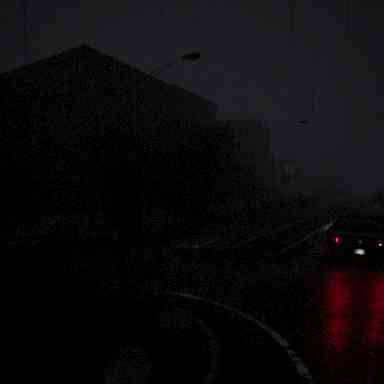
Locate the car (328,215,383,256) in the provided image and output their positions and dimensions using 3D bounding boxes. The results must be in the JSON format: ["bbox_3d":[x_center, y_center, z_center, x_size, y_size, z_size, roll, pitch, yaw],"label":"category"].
[{"bbox_3d":[6.163,1.505,12.158,1.895,1.301,4.718,0,1,27],"label":"car"}]

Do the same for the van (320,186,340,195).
[{"bbox_3d":[34.243,-0.366,82.660,4.442,1.987,1.878,0,1,32],"label":"van"}]

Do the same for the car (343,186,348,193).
[{"bbox_3d":[37.048,-0.472,87.462,5.566,2.045,2.435,0,1,32],"label":"car"}]

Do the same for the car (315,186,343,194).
[{"bbox_3d":[32.656,-0.354,80.377,5.566,2.045,2.435,0,1,32],"label":"car"}]

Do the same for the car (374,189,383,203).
[{"bbox_3d":[23.424,0.375,40.424,2.097,1.767,4.553,0,1,32],"label":"car"}]
